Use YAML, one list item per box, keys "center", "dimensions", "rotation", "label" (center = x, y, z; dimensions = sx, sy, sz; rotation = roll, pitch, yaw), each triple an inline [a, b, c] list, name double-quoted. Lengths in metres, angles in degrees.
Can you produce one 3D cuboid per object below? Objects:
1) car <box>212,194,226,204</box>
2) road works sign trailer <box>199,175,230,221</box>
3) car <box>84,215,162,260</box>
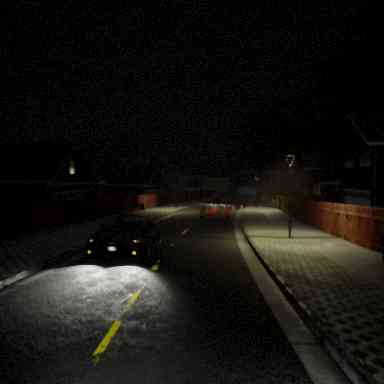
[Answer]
- center: [4.368, 1.124, 53.156]
  dimensions: [1.837, 1.490, 4.892]
  rotation: [1, 1, 13]
  label: "car"
- center: [1.921, 0.394, 26.933]
  dimensions: [2.380, 3.560, 2.880]
  rotation: [0, 0, 11]
  label: "road works sign trailer"
- center: [-2.328, 1.539, 12.169]
  dimensions: [1.994, 1.385, 4.181]
  rotation: [0, 0, 4]
  label: "car"
